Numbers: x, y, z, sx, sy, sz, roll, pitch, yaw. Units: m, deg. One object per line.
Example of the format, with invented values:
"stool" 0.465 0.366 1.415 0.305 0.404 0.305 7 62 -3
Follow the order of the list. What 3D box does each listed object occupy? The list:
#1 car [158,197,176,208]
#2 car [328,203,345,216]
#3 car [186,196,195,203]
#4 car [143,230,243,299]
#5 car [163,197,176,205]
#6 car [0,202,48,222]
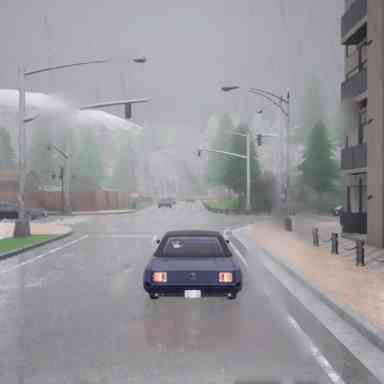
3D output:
"car" -3.790 1.547 47.897 2.033 1.411 5.357 0 0 0
"car" 14.709 1.367 29.892 4.553 1.767 2.097 0 0 -1
"car" -0.305 1.547 68.230 2.033 1.411 5.357 0 0 0
"car" 0.026 1.601 8.381 1.895 1.301 4.718 0 0 0
"car" -3.816 1.564 57.886 1.994 1.385 4.181 0 0 1
"car" -13.589 1.477 25.301 4.902 1.511 2.128 0 0 -1
